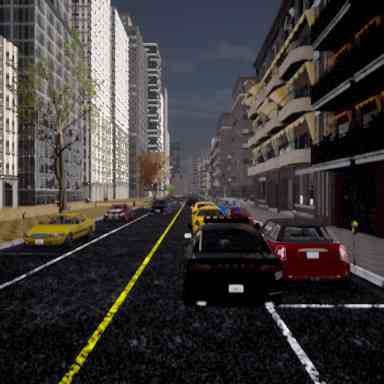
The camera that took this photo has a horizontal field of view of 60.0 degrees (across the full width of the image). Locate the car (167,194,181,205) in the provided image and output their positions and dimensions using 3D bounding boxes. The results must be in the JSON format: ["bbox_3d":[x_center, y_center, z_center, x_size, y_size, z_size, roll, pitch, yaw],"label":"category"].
[{"bbox_3d":[-2.902,1.546,58.053,1.812,1.442,4.674,0,0,0],"label":"car"}]

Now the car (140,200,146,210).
[{"bbox_3d":[-5.619,1.526,42.413,1.752,1.417,4.829,0,0,0],"label":"car"}]

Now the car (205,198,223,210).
[{"bbox_3d":[2.762,1.551,42.569,2.008,1.369,4.403,0,0,0],"label":"car"}]

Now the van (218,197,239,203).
[{"bbox_3d":[2.734,1.338,25.971,1.690,1.788,3.998,0,0,0],"label":"van"}]

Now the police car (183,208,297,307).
[{"bbox_3d":[0.823,1.422,8.180,1.930,1.638,5.238,0,0,2],"label":"police car"}]

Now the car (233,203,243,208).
[{"bbox_3d":[2.724,1.578,20.439,1.802,1.307,4.206,0,0,0],"label":"car"}]

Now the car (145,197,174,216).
[{"bbox_3d":[-3.035,1.502,32.075,1.837,1.490,4.892,0,0,0],"label":"car"}]

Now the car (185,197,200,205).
[{"bbox_3d":[0.131,1.611,59.165,1.895,1.301,4.718,0,0,8],"label":"car"}]

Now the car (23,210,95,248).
[{"bbox_3d":[-5.665,1.521,14.750,1.752,1.417,4.829,0,0,0],"label":"car"}]

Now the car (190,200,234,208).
[{"bbox_3d":[0.932,1.452,18.235,1.801,1.575,5.366,0,0,0],"label":"car"}]

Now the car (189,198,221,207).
[{"bbox_3d":[0.941,1.475,24.045,1.882,1.535,5.008,0,0,0],"label":"car"}]

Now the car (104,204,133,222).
[{"bbox_3d":[-5.647,1.579,25.986,1.802,1.307,4.206,0,0,0],"label":"car"}]

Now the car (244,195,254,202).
[{"bbox_3d":[13.549,1.364,73.023,4.403,1.369,2.008,-1,1,0],"label":"car"}]

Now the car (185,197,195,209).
[{"bbox_3d":[0.112,1.480,46.090,1.882,1.535,5.008,0,0,0],"label":"car"}]

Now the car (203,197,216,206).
[{"bbox_3d":[2.780,1.557,53.635,2.008,1.369,4.403,0,0,0],"label":"car"}]

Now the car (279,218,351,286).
[{"bbox_3d":[2.706,1.437,9.373,1.967,1.590,4.097,0,0,0],"label":"car"}]
